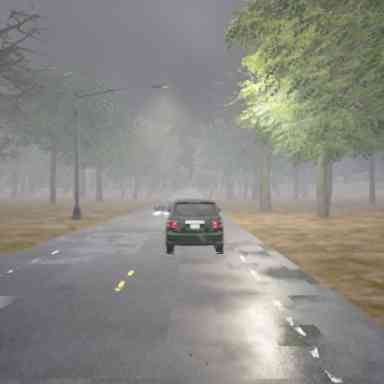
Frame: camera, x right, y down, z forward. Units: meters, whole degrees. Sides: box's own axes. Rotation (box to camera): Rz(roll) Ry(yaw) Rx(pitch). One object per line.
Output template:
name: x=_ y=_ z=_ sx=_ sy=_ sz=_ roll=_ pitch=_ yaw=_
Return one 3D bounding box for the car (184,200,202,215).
car: x=0.122 y=1.624 z=35.648 sx=1.812 sy=1.442 sz=4.674 roll=0 pitch=0 yaw=0

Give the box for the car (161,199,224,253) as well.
car: x=0.109 y=1.285 z=14.098 sx=2.150 sy=2.045 sz=5.566 roll=0 pitch=0 yaw=0

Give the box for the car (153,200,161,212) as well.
car: x=-3.550 y=1.645 z=40.895 sx=1.994 sy=1.385 sz=4.181 roll=0 pitch=0 yaw=0
